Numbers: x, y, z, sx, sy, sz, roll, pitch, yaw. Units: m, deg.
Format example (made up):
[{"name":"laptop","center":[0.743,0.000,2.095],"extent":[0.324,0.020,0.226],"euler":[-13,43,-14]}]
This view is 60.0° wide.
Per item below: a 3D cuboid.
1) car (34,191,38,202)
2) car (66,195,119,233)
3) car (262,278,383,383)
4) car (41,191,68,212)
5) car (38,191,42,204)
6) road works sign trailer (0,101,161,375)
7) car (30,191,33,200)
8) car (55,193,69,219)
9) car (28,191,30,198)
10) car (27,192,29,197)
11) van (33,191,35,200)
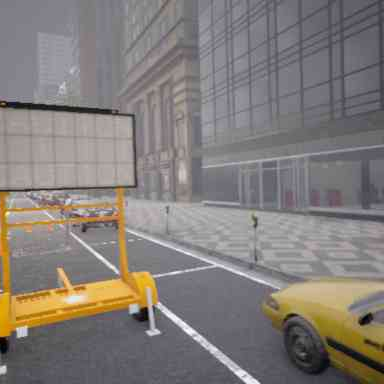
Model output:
[{"name":"car","center":[-21.013,0.870,47.623],"extent":[1.967,1.590,4.097],"euler":[-2,2,-28]},{"name":"car","center":[-5.224,1.119,17.698],"extent":[1.967,1.590,4.097],"euler":[-2,2,-28]},{"name":"car","center":[2.586,1.356,2.920],"extent":[1.752,1.417,4.829],"euler":[-2,2,-27]},{"name":"car","center":[-13.123,0.863,32.657],"extent":[2.192,1.841,5.009],"euler":[-2,2,-28]},{"name":"car","center":[-15.754,0.823,37.644],"extent":[2.192,1.841,5.009],"euler":[-2,2,-28]},{"name":"road works sign trailer","center":[-2.152,0.363,5.675],"extent":[2.380,3.560,2.880],"euler":[-3,2,-28]},{"name":"car","center":[-28.905,0.900,62.590],"extent":[1.802,1.307,4.206],"euler":[-3,1,-28]},{"name":"car","center":[-7.855,1.073,22.684],"extent":[1.967,1.590,4.097],"euler":[-2,2,-28]},{"name":"car","center":[-31.536,0.855,67.576],"extent":[1.947,1.339,4.313],"euler":[-3,1,-28]},{"name":"car","center":[-34.175,0.577,72.559],"extent":[2.192,1.841,5.009],"euler":[-3,1,-28]},{"name":"van","center":[-23.648,0.732,52.609],"extent":[1.690,1.788,3.998],"euler":[-2,2,-28]}]
